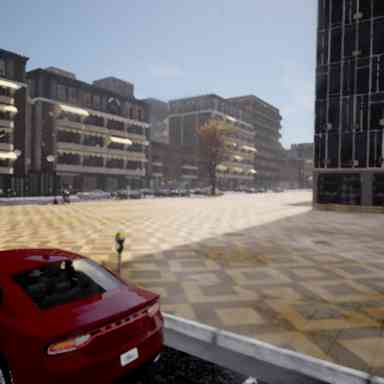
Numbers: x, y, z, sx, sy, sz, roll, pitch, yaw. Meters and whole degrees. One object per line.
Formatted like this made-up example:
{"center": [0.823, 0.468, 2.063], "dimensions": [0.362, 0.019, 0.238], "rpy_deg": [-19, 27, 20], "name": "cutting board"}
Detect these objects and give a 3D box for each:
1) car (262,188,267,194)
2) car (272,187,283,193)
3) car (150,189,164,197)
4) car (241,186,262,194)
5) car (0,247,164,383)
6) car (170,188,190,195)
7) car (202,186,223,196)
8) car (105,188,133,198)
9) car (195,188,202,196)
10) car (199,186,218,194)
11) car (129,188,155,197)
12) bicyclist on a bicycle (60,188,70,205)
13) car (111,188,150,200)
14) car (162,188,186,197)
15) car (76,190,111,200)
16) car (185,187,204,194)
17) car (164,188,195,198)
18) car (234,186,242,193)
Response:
{"center": [17.093, -0.270, 81.999], "dimensions": [2.008, 1.369, 4.403], "rpy_deg": [3, 3, 35], "name": "car"}
{"center": [23.443, -0.555, 91.148], "dimensions": [1.967, 1.590, 4.097], "rpy_deg": [3, 3, 35], "name": "car"}
{"center": [-4.165, 0.180, 56.017], "dimensions": [2.033, 1.411, 5.357], "rpy_deg": [2, 2, 35], "name": "car"}
{"center": [13.920, -0.183, 77.424], "dimensions": [2.008, 1.369, 4.403], "rpy_deg": [3, 3, 35], "name": "car"}
{"center": [-2.437, 1.458, 4.607], "dimensions": [4.507, 1.381, 1.887], "rpy_deg": [1, 1, 36], "name": "car"}
{"center": [-2.486, -0.132, 68.468], "dimensions": [1.947, 1.339, 4.313], "rpy_deg": [3, 3, 35], "name": "car"}
{"center": [4.497, 0.050, 63.834], "dimensions": [1.752, 1.417, 4.829], "rpy_deg": [3, 3, 35], "name": "car"}
{"center": [-12.007, 0.133, 54.739], "dimensions": [1.947, 1.339, 4.313], "rpy_deg": [3, 3, 35], "name": "car"}
{"center": [2.460, -0.005, 65.637], "dimensions": [2.033, 1.411, 5.357], "rpy_deg": [2, 2, 35], "name": "car"}
{"center": [3.868, -0.557, 77.611], "dimensions": [2.192, 1.841, 5.009], "rpy_deg": [3, 3, 35], "name": "car"}
{"center": [-8.834, 0.029, 59.315], "dimensions": [2.008, 1.369, 4.403], "rpy_deg": [3, 3, 35], "name": "car"}
{"center": [-12.867, 0.456, 33.636], "dimensions": [1.656, 1.620, 0.582], "rpy_deg": [2, 2, 35], "name": "bicyclist on a bicycle"}
{"center": [-8.296, 0.431, 45.390], "dimensions": [2.008, 1.369, 4.403], "rpy_deg": [3, 3, 35], "name": "car"}
{"center": [-3.329, 0.023, 62.553], "dimensions": [1.837, 1.490, 4.892], "rpy_deg": [2, 2, 35], "name": "car"}
{"center": [-14.046, 0.353, 47.268], "dimensions": [1.895, 1.301, 4.718], "rpy_deg": [2, 2, 35], "name": "car"}
{"center": [0.591, -0.257, 72.902], "dimensions": [1.752, 1.417, 4.829], "rpy_deg": [3, 3, 35], "name": "car"}
{"center": [-1.949, 0.254, 54.543], "dimensions": [2.008, 1.369, 4.403], "rpy_deg": [3, 3, 35], "name": "car"}
{"center": [13.388, -0.818, 91.338], "dimensions": [2.192, 1.841, 5.009], "rpy_deg": [3, 3, 35], "name": "car"}
